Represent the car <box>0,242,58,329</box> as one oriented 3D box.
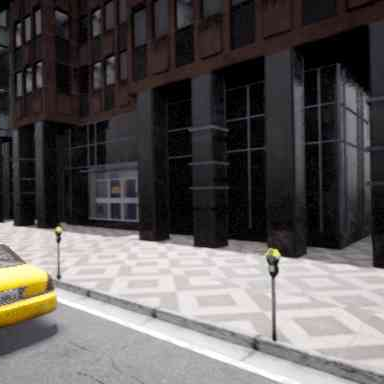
[{"bbox_3d":[-4.666,1.514,6.391,5.366,1.575,1.801,-1,0,39],"label":"car"}]
